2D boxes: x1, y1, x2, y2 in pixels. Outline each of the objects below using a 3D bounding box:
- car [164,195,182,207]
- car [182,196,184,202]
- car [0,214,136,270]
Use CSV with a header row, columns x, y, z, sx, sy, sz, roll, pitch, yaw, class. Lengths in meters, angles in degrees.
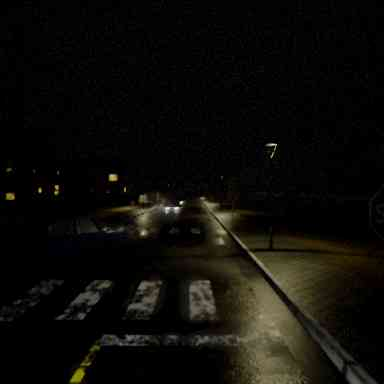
x,y,z,sx,sy,sz,roll,pitch,yaw,class
-2.726,1.324,45.526,1.994,1.385,4.181,0,0,0,car
-2.716,1.197,66.685,1.994,1.385,4.181,0,0,0,car
-4.368,1.473,10.971,2.033,1.411,5.357,3,1,41,car
